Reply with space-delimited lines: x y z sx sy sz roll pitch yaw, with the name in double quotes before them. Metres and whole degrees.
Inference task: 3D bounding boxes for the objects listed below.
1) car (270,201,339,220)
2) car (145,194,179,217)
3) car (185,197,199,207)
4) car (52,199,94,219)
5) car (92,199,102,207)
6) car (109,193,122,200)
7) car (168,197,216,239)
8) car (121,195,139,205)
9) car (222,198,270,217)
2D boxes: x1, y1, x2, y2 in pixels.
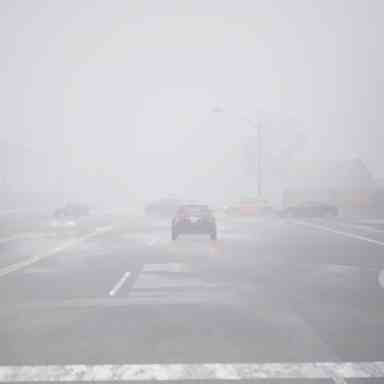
"car" 9.292 1.462 27.196 5.008 1.535 1.882 0 0 0
"car" -2.564 1.334 30.958 2.097 1.767 4.553 1 0 -38
"car" 0.006 1.518 51.492 2.033 1.411 5.357 0 0 1
"car" -10.619 1.584 29.506 1.895 1.301 4.718 0 0 0
"car" -14.124 1.574 46.272 1.895 1.301 4.718 0 0 0
"car" -14.041 0.935 62.053 2.097 1.767 4.553 0 0 0
"car" 0.089 1.342 17.358 2.097 1.767 4.553 0 0 0
"car" -10.568 1.514 58.824 2.033 1.411 5.357 0 0 0
"car" 5.058 1.333 30.742 4.553 1.767 2.097 0 0 2
